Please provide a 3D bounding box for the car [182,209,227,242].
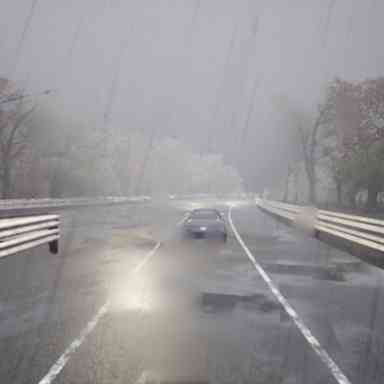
[{"bbox_3d":[0.627,1.500,15.970,1.994,1.385,4.181,0,0,3],"label":"car"}]
